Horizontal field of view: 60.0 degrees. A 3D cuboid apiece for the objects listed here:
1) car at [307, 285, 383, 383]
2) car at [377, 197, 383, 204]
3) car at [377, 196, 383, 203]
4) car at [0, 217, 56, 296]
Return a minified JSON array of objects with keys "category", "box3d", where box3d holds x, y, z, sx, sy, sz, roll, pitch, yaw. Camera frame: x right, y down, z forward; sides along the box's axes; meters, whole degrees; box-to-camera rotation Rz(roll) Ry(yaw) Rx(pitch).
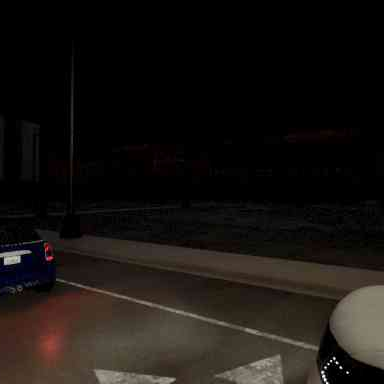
[{"category":"car","box3d":[3.450,1.222,1.527,5.566,2.045,2.150,0,0,36]},{"category":"car","box3d":[39.885,1.735,67.931,2.038,1.542,4.974,1,1,6]},{"category":"car","box3d":[39.892,1.577,67.981,1.853,1.218,4.536,1,1,6]},{"category":"car","box3d":[-5.224,1.347,7.728,4.553,1.767,2.097,0,0,36]}]
